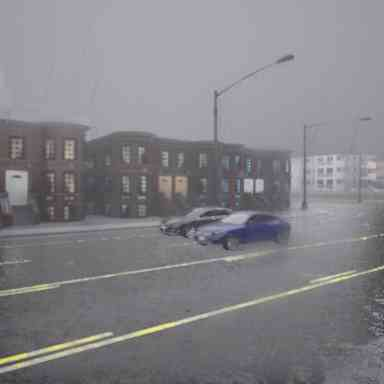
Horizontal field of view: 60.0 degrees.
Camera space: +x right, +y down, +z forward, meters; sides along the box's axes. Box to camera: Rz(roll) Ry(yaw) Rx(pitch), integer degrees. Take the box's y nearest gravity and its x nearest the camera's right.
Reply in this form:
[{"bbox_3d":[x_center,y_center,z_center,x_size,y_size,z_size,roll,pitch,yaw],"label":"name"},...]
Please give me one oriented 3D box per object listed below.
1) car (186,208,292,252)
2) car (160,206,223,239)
[{"bbox_3d":[2.294,1.545,14.158,4.674,1.442,1.812,0,0,-35],"label":"car"},{"bbox_3d":[0.661,1.526,17.290,4.892,1.490,1.837,1,0,-35],"label":"car"}]
